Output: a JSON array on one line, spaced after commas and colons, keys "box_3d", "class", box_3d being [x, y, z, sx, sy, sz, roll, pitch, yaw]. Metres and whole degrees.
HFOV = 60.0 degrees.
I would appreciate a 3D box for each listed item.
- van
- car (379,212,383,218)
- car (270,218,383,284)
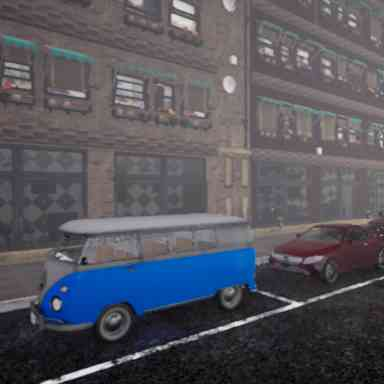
[{"box_3d": [-0.628, 1.334, 6.114, 3.998, 1.788, 1.690, 0, 0, -36], "class": "van"}, {"box_3d": [8.647, 1.284, 12.732, 5.009, 1.841, 2.192, 0, 0, -36], "class": "car"}, {"box_3d": [4.010, 1.562, 9.423, 4.206, 1.307, 1.802, 0, 0, -36], "class": "car"}]
